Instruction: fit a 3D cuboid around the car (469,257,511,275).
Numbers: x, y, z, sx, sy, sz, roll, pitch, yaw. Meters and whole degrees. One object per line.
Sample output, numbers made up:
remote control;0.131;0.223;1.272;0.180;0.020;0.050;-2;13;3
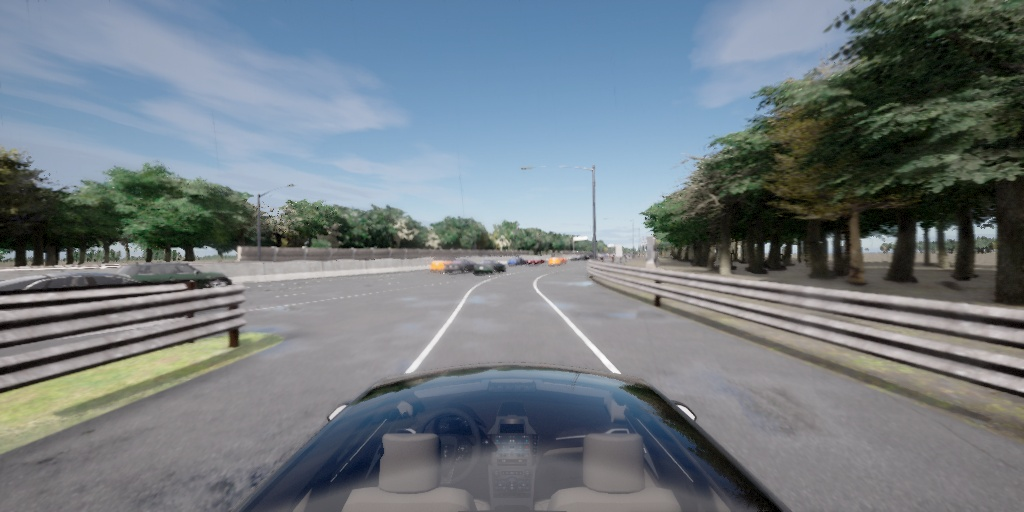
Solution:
car;-2.034;1.045;34.671;1.994;1.385;4.181;-1;0;23

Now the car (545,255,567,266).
car;7.365;0.596;57.392;2.097;1.767;4.553;-1;0;22

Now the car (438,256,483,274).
car;-4.943;1.056;36.789;2.033;1.411;5.357;-1;0;22

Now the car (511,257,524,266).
car;0.917;0.865;60.105;2.033;1.411;5.357;-1;0;22

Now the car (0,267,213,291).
car;-12.108;1.233;10.343;1.837;1.490;4.892;-1;0;23

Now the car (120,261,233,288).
car;-16.644;1.109;17.690;2.097;1.767;4.553;-1;0;22

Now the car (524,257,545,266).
car;4.154;0.881;58.775;1.895;1.301;4.718;-1;0;22

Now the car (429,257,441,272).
car;-7.219;0.873;40.448;2.097;1.767;4.553;-1;0;22
